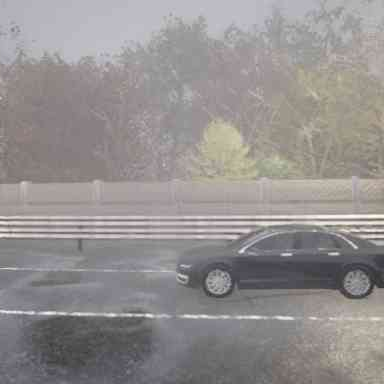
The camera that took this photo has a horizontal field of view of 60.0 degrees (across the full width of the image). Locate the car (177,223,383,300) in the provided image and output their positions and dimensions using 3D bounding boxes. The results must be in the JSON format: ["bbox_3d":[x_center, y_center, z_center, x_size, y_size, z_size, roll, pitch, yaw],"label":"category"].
[{"bbox_3d":[2.077,1.526,7.852,4.892,1.490,1.837,0,0,3],"label":"car"}]
